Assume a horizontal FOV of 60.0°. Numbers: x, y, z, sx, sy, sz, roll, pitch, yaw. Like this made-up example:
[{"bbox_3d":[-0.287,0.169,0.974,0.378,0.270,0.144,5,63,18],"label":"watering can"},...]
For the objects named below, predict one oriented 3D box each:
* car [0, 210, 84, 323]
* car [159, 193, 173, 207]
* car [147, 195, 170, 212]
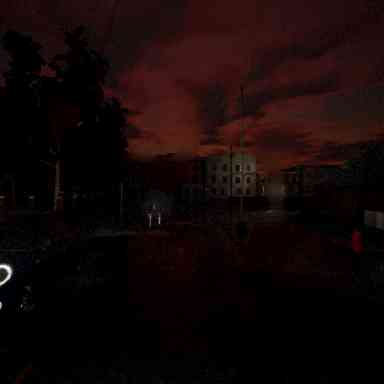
[{"bbox_3d":[-3.966,1.352,7.255,2.097,1.767,4.553,0,0,-2],"label":"car"},{"bbox_3d":[-4.128,1.221,50.009,2.150,2.045,5.566,0,0,1],"label":"car"},{"bbox_3d":[-4.147,1.491,39.421,2.128,1.511,4.902,0,0,0],"label":"car"}]
